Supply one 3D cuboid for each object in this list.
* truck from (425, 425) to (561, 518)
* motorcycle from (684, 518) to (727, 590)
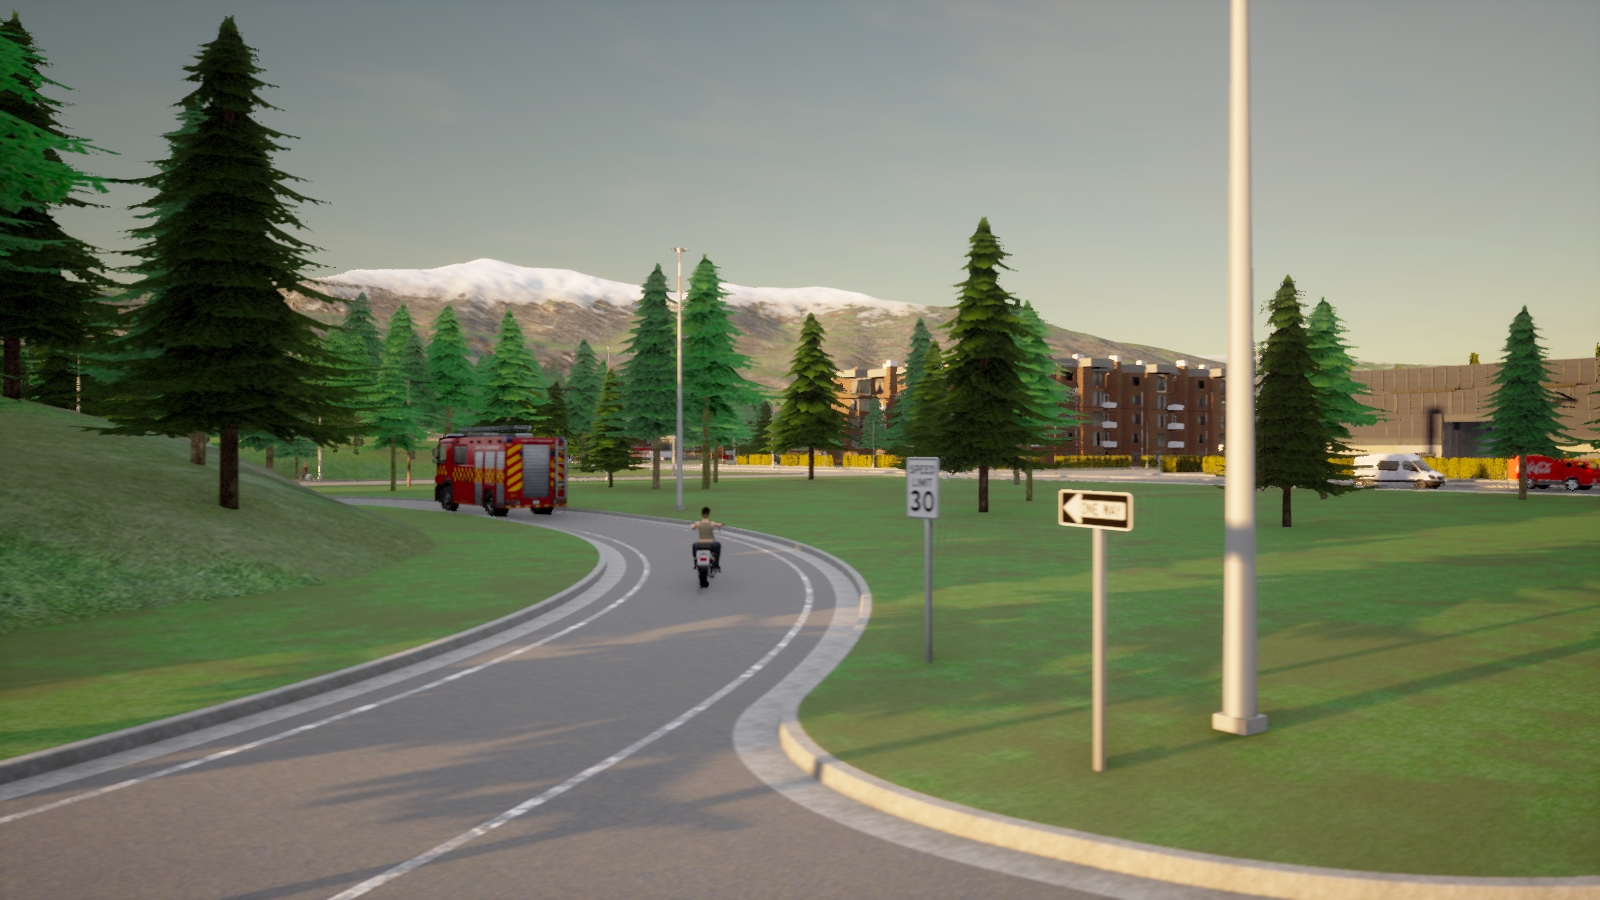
[{"bbox_3d":[-13.877,0.890,51.156,2.891,3.827,8.468,0,0,-37],"label":"truck"},{"bbox_3d":[-1.965,2.155,24.061,0.764,1.307,2.356,0,0,-1],"label":"motorcycle"}]
